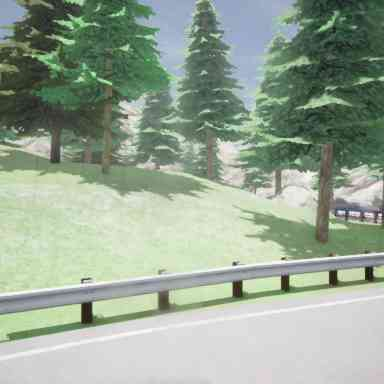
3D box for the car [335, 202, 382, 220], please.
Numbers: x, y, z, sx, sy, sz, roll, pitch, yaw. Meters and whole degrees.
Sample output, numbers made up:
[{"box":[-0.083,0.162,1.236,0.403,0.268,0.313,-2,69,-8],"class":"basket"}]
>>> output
[{"box":[14.215,1.579,28.358,1.994,1.385,4.181,0,0,-21],"class":"car"}]
